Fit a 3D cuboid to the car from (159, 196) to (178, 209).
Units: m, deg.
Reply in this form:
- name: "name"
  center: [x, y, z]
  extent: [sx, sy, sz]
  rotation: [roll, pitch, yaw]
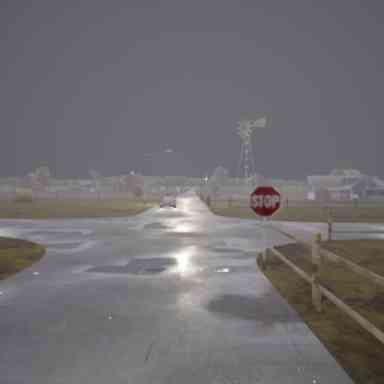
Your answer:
- name: "car"
  center: [-2.740, 1.205, 38.761]
  extent: [1.812, 1.442, 4.674]
  rotation: [0, 1, 0]
